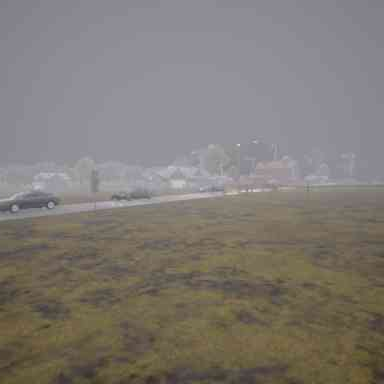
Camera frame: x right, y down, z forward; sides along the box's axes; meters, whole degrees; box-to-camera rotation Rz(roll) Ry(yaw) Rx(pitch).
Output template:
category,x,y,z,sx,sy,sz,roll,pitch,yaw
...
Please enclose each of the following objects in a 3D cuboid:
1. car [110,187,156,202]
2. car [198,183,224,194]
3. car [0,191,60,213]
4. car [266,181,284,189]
category,x,y,z,sx,sy,sz,roll,pitch,yaw
car,-6.146,0.197,35.571,2.033,1.411,5.357,1,3,36
car,2.734,-0.579,47.728,2.128,1.511,4.902,1,3,36
car,-12.936,0.723,26.244,1.837,1.490,4.892,1,3,36
car,14.852,-1.318,59.428,1.882,1.535,5.008,1,3,36
